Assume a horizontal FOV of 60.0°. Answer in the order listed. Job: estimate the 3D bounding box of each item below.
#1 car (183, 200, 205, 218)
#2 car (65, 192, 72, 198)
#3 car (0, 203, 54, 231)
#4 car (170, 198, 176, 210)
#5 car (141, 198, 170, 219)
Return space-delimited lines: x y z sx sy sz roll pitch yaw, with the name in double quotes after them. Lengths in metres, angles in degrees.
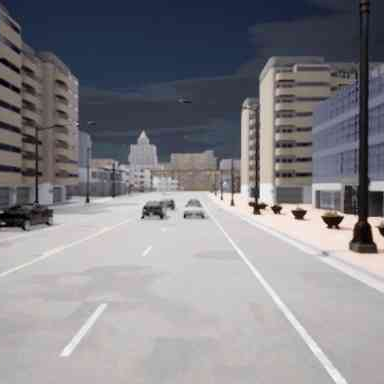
0.172 1.655 30.708 1.895 1.301 4.718 0 0 1 "car"
-29.203 0.683 76.484 1.970 1.475 3.806 0 2 0 "car"
-10.434 1.486 20.922 1.882 1.535 5.008 0 0 0 "car"
-3.270 1.577 45.724 2.128 1.511 4.902 0 0 1 "car"
-3.335 1.550 29.826 1.837 1.490 4.892 0 0 1 "car"
